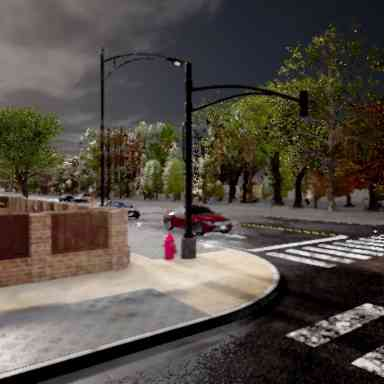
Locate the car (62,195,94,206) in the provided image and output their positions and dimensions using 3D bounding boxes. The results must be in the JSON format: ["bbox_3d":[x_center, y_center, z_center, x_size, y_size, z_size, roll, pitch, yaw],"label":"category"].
[{"bbox_3d":[-11.641,1.356,34.424,1.812,1.442,4.674,0,0,-35],"label":"car"}]

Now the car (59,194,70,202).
[{"bbox_3d":[-23.670,1.190,62.744,1.837,1.490,4.892,0,0,-36],"label":"car"}]

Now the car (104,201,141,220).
[{"bbox_3d":[-5.655,1.436,26.046,1.994,1.385,4.181,0,0,-35],"label":"car"}]

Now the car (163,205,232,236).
[{"bbox_3d":[0.151,1.436,17.924,1.812,1.442,4.674,0,0,-36],"label":"car"}]
